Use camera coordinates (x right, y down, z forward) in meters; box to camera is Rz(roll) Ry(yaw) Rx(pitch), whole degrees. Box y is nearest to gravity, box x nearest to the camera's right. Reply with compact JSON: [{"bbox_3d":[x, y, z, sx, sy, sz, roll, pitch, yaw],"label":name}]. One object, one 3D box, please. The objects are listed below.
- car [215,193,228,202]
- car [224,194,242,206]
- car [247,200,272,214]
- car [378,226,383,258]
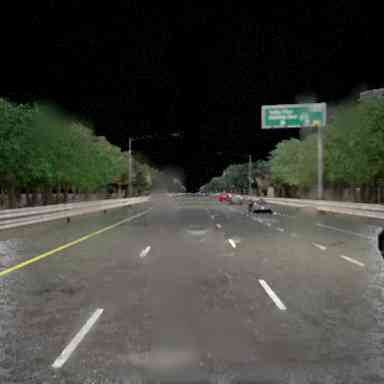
[{"bbox_3d":[7.150,1.188,75.227,2.150,2.045,5.566,0,0,0],"label":"car"},{"bbox_3d":[7.105,1.465,55.184,2.128,1.511,4.902,0,0,0],"label":"car"},{"bbox_3d":[7.057,1.552,35.054,1.994,1.385,4.181,0,0,0],"label":"car"},{"bbox_3d":[7.004,1.222,8.253,2.150,2.045,5.566,0,0,0],"label":"car"}]
